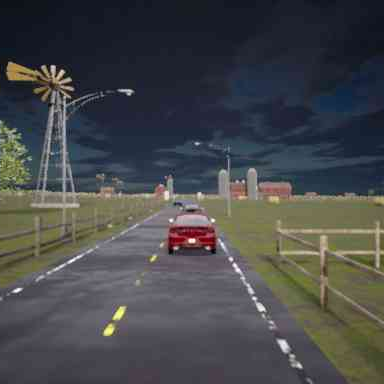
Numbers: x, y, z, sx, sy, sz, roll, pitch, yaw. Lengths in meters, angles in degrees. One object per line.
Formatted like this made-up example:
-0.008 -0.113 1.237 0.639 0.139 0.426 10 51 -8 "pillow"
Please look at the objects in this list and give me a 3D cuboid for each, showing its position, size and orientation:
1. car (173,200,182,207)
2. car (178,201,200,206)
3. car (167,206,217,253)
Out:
-2.742 2.213 64.643 1.895 1.301 4.718 0 -1 0 "car"
0.008 1.788 29.304 1.837 1.490 4.892 0 0 0 "car"
0.008 1.617 14.475 1.882 1.535 5.008 0 0 0 "car"
